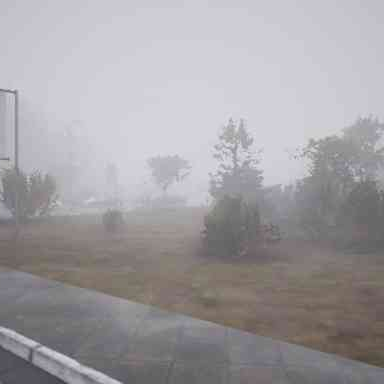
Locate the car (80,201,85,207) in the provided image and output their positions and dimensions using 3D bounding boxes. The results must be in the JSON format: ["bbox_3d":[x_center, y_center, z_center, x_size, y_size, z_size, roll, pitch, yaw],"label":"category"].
[{"bbox_3d":[-14.483,1.465,50.041,1.812,1.442,4.674,0,0,39],"label":"car"}]

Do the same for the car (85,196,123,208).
[{"bbox_3d":[-12.158,1.423,47.332,1.882,1.535,5.008,0,1,39],"label":"car"}]

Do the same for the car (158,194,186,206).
[{"bbox_3d":[-2.902,1.176,53.071,2.097,1.767,4.553,0,1,38],"label":"car"}]

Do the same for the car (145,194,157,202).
[{"bbox_3d":[-5.825,1.175,55.274,2.097,1.767,4.553,0,1,39],"label":"car"}]

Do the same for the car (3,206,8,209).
[{"bbox_3d":[-20.776,1.542,42.137,2.033,1.411,5.357,0,0,39],"label":"car"}]

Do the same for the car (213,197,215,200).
[{"bbox_3d":[5.754,1.136,65.223,1.895,1.301,4.718,0,1,32],"label":"car"}]

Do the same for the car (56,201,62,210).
[{"bbox_3d":[-17.998,1.521,40.005,1.812,1.442,4.674,0,0,39],"label":"car"}]
